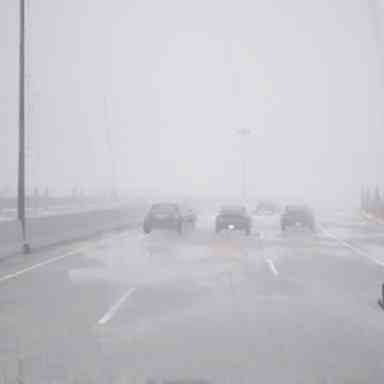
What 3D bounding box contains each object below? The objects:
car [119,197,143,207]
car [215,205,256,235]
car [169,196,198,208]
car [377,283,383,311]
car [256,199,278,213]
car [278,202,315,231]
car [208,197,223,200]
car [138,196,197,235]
[{"bbox_3d":[-7.613,1.413,43.937,1.837,1.490,4.892,0,0,25],"label":"car"},{"bbox_3d":[2.492,1.489,19.059,1.837,1.490,4.892,0,0,13],"label":"car"},{"bbox_3d":[-1.195,1.418,48.921,2.128,1.511,4.902,0,0,29],"label":"car"},{"bbox_3d":[3.746,1.612,3.046,1.895,1.301,4.718,0,0,2],"label":"car"},{"bbox_3d":[8.299,1.490,36.235,1.837,1.490,4.892,0,0,24],"label":"car"},{"bbox_3d":[6.460,1.504,20.681,1.837,1.490,4.892,0,0,14],"label":"car"},{"bbox_3d":[3.519,1.471,50.154,1.812,1.442,4.674,0,0,31],"label":"car"},{"bbox_3d":[-1.105,1.321,18.895,2.097,1.767,4.553,0,0,12],"label":"car"}]
